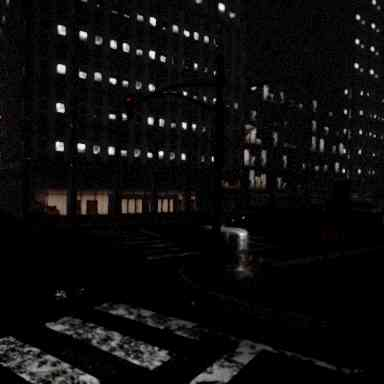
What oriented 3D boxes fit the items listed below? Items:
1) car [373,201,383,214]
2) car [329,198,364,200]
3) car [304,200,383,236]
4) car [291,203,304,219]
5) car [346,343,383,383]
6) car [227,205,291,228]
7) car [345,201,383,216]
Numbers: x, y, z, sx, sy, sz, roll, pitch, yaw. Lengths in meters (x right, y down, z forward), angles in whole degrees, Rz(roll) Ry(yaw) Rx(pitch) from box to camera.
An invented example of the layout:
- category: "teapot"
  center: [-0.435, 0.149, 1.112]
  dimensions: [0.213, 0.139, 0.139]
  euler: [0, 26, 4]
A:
- category: "car"
  center: [23.991, 1.871, 40.210]
  dimensions: [4.313, 1.339, 1.947]
  euler: [1, 1, -34]
- category: "car"
  center: [12.612, 1.524, 25.886]
  dimensions: [5.566, 2.045, 2.150]
  euler: [1, 1, -34]
- category: "car"
  center: [9.731, 1.642, 20.897]
  dimensions: [5.009, 1.841, 2.192]
  euler: [1, 1, -34]
- category: "car"
  center: [9.956, 1.708, 30.606]
  dimensions: [4.403, 1.369, 2.008]
  euler: [1, 1, -34]
- category: "car"
  center: [3.275, 1.496, 1.370]
  dimensions: [4.902, 1.511, 2.128]
  euler: [0, 0, 34]
- category: "car"
  center: [4.707, 1.681, 24.028]
  dimensions: [4.674, 1.442, 1.812]
  euler: [1, 1, -34]
- category: "car"
  center: [19.173, 1.779, 36.912]
  dimensions: [4.829, 1.417, 1.752]
  euler: [1, 1, -34]
